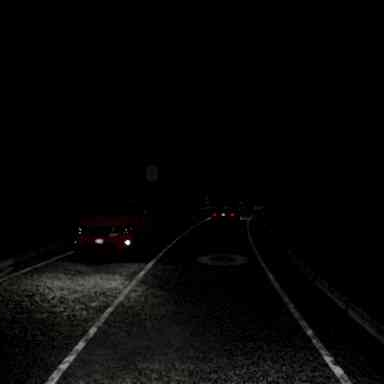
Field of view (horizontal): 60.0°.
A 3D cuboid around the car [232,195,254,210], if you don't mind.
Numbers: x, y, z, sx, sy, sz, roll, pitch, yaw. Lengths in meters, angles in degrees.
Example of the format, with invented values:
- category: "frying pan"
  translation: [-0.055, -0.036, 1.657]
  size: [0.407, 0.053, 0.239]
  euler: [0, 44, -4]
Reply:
- category: "car"
  translation: [6.800, 1.512, 42.223]
  size: [2.128, 1.511, 4.902]
  euler: [-1, 0, 15]

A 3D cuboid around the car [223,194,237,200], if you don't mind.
- category: "car"
  translation: [6.476, 1.327, 54.975]
  size: [2.150, 2.045, 5.566]
  euler: [-1, 0, 16]

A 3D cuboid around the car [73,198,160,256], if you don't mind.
- category: "car"
  translation: [-2.780, 1.269, 13.690]
  size: [2.150, 2.045, 5.566]
  euler: [-1, 0, 6]

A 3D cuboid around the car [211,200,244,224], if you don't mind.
- category: "car"
  translation: [2.552, 1.574, 24.643]
  size: [2.033, 1.411, 5.357]
  euler: [-1, 0, 11]
